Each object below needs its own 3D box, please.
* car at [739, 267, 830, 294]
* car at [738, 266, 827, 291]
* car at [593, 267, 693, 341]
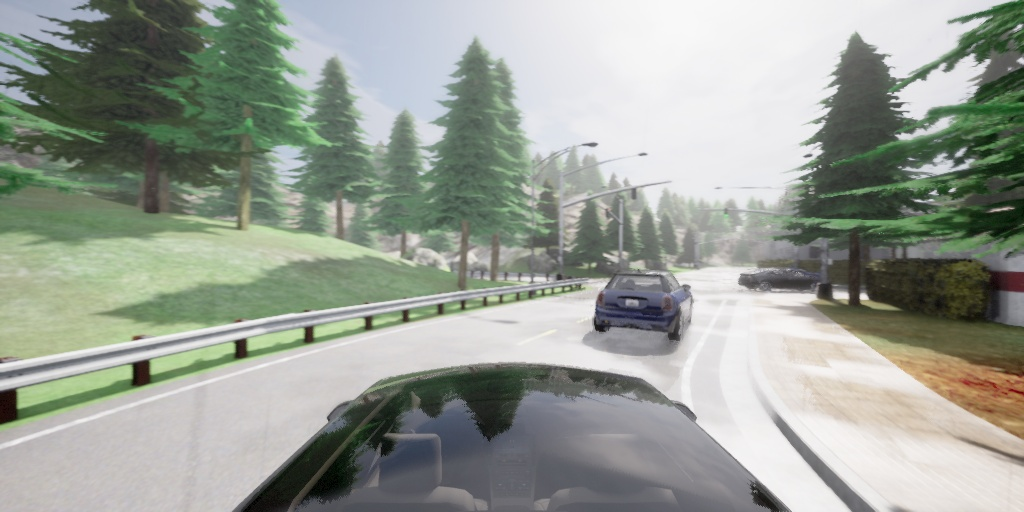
[{"bbox_3d":[17.405,1.556,23.038,4.902,1.511,2.128,1,-1,10],"label":"car"},{"bbox_3d":[19.547,1.581,26.234,5.008,1.535,1.882,1,0,33],"label":"car"},{"bbox_3d":[4.032,1.193,10.590,2.097,1.767,4.553,0,0,31],"label":"car"}]
